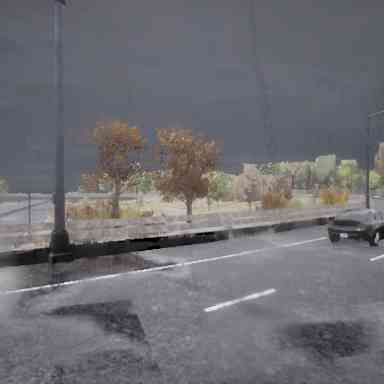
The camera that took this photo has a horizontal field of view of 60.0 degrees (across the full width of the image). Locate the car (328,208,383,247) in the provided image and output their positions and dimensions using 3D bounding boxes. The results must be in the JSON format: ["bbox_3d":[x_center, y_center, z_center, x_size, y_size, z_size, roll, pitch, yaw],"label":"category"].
[{"bbox_3d":[7.922,1.514,15.180,4.892,1.490,1.837,0,0,-44],"label":"car"}]
